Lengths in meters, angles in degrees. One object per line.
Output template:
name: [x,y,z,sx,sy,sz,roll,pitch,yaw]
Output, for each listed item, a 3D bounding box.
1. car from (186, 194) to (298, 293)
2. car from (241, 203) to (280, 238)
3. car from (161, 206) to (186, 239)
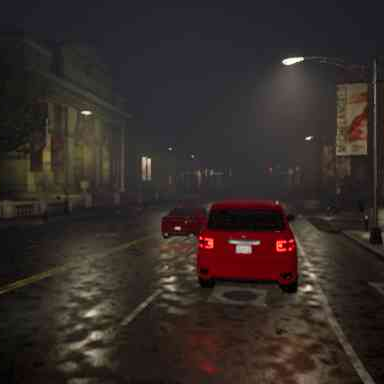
car: [1.609,1.208,9.105,2.150,2.045,5.566,0,0,13]
car: [3.976,1.449,18.763,1.882,1.535,5.008,0,0,14]
car: [-0.037,1.452,17.049,1.882,1.535,5.008,0,0,14]
